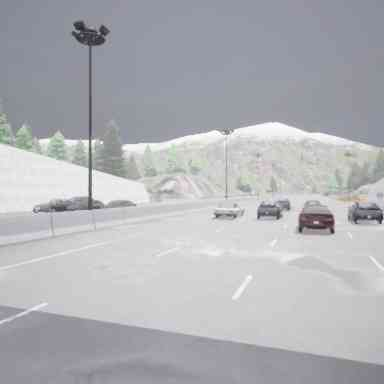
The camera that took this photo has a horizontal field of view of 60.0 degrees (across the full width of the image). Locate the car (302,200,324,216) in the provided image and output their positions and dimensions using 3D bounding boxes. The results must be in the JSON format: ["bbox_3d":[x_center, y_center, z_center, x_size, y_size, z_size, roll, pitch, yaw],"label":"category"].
[{"bbox_3d":[12.525,1.562,34.445,2.033,1.411,5.357,0,0,20],"label":"car"}]

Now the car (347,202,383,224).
[{"bbox_3d":[12.868,1.503,24.882,2.128,1.511,4.902,0,0,19],"label":"car"}]

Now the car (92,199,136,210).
[{"bbox_3d":[-7.093,1.511,31.972,1.837,1.490,4.892,0,0,20],"label":"car"}]

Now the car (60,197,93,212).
[{"bbox_3d":[-10.404,1.511,33.107,1.837,1.490,4.892,0,0,20],"label":"car"}]

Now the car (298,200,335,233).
[{"bbox_3d":[7.457,1.486,20.061,1.882,1.535,5.008,0,0,19],"label":"car"}]

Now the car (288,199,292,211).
[{"bbox_3d":[11.451,1.508,41.917,2.128,1.511,4.902,0,0,19],"label":"car"}]

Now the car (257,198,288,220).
[{"bbox_3d":[6.803,1.501,28.734,2.128,1.511,4.902,0,0,19],"label":"car"}]

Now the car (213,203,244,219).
[{"bbox_3d":[3.402,1.611,29.609,1.895,1.301,4.718,0,0,19],"label":"car"}]

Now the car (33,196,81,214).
[{"bbox_3d":[-13.872,1.496,33.798,2.128,1.511,4.902,0,0,20],"label":"car"}]
